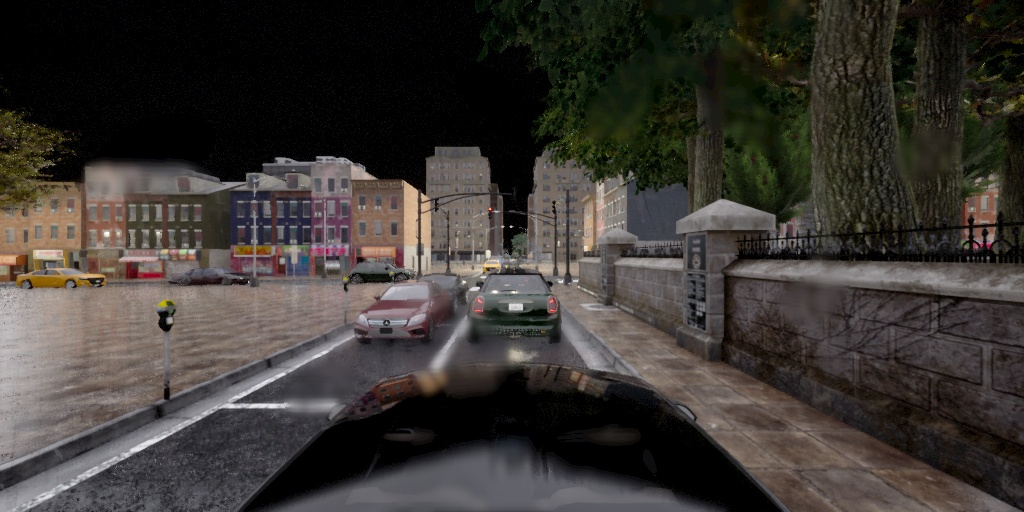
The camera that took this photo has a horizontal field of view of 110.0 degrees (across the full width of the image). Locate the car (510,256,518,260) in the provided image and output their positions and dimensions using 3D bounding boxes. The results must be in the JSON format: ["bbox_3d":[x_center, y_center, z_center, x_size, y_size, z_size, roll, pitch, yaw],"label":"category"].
[{"bbox_3d":[0.275,1.221,65.488,2.128,1.511,4.902,0,0,0],"label":"car"}]

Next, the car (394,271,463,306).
[{"bbox_3d":[-2.640,1.314,13.274,1.948,1.339,4.313,0,0,0],"label":"car"}]

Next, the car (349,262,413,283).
[{"bbox_3d":[-9.399,1.184,26.366,4.553,1.767,2.097,-1,0,-4],"label":"car"}]

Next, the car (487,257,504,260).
[{"bbox_3d":[-2.283,1.216,41.541,1.882,1.535,5.008,0,0,1],"label":"car"}]

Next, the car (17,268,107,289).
[{"bbox_3d":[-32.679,1.622,26.116,5.008,1.535,1.882,-1,0,0],"label":"car"}]

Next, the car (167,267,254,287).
[{"bbox_3d":[-21.776,1.526,26.145,5.357,1.411,2.033,-1,0,0],"label":"car"}]

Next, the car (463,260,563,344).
[{"bbox_3d":[0.072,1.101,9.727,2.097,1.767,4.553,0,0,0],"label":"car"}]

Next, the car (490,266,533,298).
[{"bbox_3d":[-0.147,1.312,19.171,1.994,1.385,4.181,0,0,-5],"label":"car"}]

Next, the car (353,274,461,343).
[{"bbox_3d":[-2.639,1.331,9.611,1.802,1.307,4.207,0,0,0],"label":"car"}]
